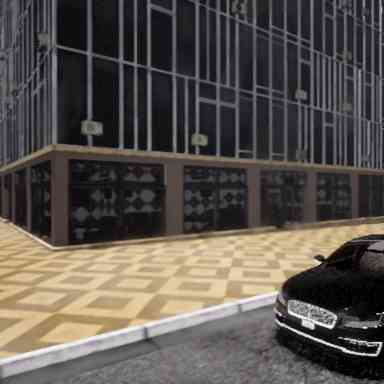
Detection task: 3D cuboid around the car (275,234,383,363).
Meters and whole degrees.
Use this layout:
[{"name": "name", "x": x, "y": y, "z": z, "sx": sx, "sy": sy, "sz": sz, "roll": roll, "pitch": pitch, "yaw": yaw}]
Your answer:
[{"name": "car", "x": 3.553, "y": 1.564, "z": 5.907, "sx": 4.892, "sy": 1.490, "sz": 1.837, "roll": 1, "pitch": 0, "yaw": -35}]
